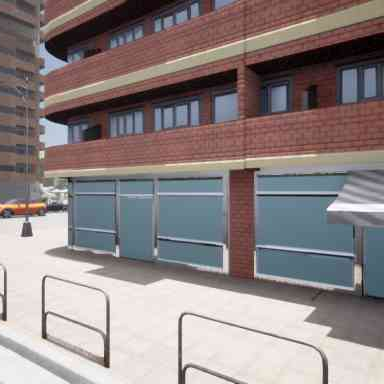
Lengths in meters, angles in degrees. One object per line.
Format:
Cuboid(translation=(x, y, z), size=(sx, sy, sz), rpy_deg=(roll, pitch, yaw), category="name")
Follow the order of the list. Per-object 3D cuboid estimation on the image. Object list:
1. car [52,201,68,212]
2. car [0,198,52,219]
Cuboid(translation=(-15.369, 1.601, 35.814), size=(1.895, 1.301, 4.718), rpy_deg=(0, 0, 36), category="car")
Cuboid(translation=(-15.480, 1.352, 29.729), size=(2.097, 1.767, 4.553), rpy_deg=(0, 0, 36), category="car")
